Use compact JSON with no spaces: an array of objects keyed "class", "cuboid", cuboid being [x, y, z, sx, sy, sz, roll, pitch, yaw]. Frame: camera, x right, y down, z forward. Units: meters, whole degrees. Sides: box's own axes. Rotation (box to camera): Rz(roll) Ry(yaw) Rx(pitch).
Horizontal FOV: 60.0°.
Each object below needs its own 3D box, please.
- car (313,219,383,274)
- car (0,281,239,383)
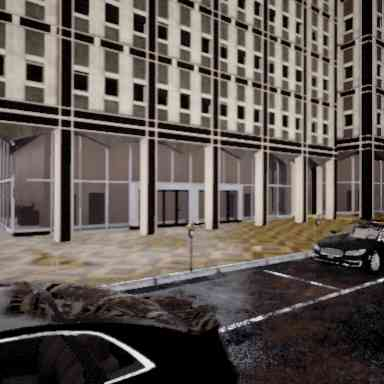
[{"class":"car","cuboid":[5.672,1.587,10.605,4.403,1.369,2.008,0,0,-36]},{"class":"car","cuboid":[-1.892,1.503,2.028,4.892,1.490,1.837,0,0,-35]}]
